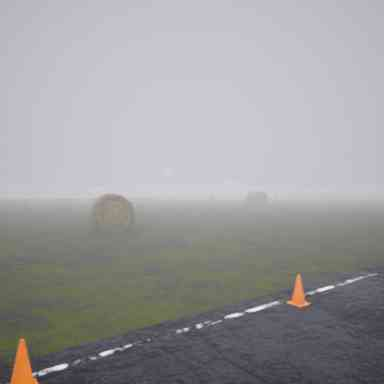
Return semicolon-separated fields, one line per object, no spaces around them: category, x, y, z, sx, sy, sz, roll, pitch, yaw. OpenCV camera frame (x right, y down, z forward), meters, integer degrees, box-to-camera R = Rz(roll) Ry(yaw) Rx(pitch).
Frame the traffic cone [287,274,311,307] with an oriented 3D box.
traffic cone;2.147;1.944;6.674;0.340;0.580;0.340;0;0;-36

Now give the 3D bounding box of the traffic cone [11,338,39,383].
traffic cone;-1.915;1.958;3.759;0.340;0.580;0.340;0;0;-36
